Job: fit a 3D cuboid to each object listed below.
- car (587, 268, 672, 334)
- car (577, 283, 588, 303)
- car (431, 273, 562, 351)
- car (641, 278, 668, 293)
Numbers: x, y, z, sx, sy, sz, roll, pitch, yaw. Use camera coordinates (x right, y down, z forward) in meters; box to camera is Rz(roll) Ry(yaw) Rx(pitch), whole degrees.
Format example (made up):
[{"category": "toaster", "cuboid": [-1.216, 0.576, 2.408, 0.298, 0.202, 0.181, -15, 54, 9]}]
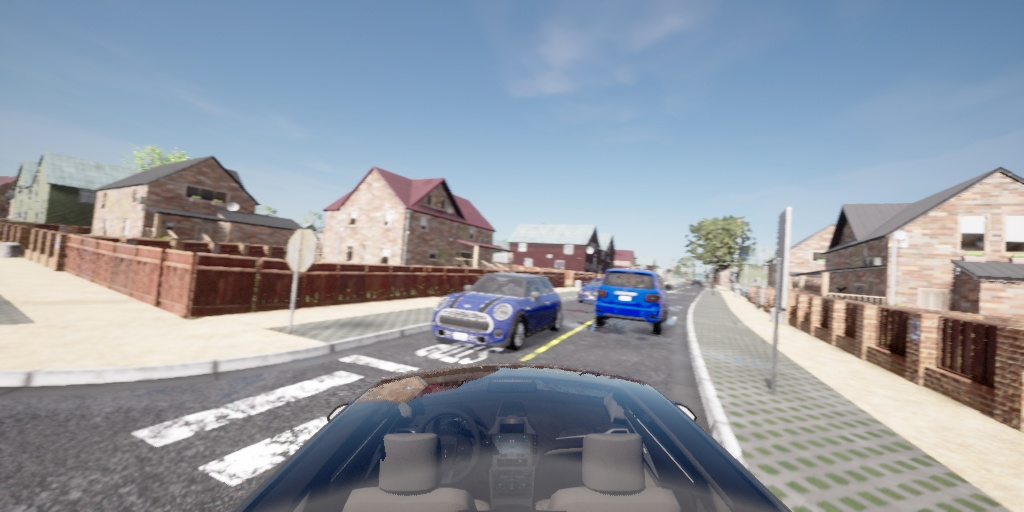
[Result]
[{"category": "car", "cuboid": [4.703, 1.559, 13.637, 2.150, 2.045, 5.566, 3, -1, 26]}, {"category": "car", "cuboid": [5.339, 2.078, 21.241, 1.812, 1.442, 4.674, 3, -1, 28]}, {"category": "car", "cuboid": [-0.148, 1.252, 9.755, 2.097, 1.767, 4.553, 4, -2, 24]}, {"category": "car", "cuboid": [16.492, 3.378, 41.348, 2.033, 1.411, 5.357, 3, -2, 30]}]
